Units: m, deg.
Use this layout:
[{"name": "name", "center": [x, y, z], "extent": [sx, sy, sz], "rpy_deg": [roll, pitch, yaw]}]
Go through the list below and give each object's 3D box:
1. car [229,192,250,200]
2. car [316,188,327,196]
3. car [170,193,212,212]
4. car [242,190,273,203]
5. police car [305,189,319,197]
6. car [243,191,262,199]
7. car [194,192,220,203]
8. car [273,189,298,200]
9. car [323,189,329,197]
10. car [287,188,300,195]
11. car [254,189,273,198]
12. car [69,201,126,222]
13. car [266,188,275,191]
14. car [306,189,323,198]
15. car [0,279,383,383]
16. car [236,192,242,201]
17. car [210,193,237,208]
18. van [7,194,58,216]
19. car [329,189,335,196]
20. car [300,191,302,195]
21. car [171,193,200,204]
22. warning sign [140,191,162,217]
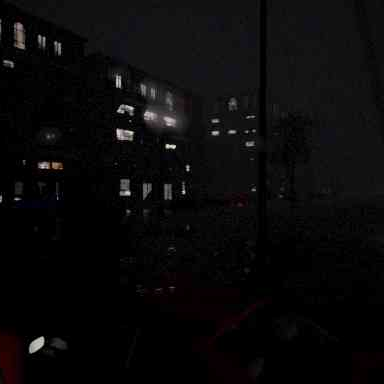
[{"name": "car", "center": [8.703, 0.650, 60.533], "extent": [1.947, 1.339, 4.313], "rpy_deg": [2, 2, 35]}, {"name": "car", "center": [33.119, -0.033, 84.768], "extent": [2.097, 1.767, 4.553], "rpy_deg": [0, 1, 28]}, {"name": "car", "center": [-0.317, 1.132, 32.887], "extent": [1.887, 1.381, 4.507], "rpy_deg": [2, 2, 35]}, {"name": "car", "center": [9.223, 0.877, 46.603], "extent": [2.008, 1.369, 4.403], "rpy_deg": [2, 2, 35]}, {"name": "police car", "center": [27.663, 0.191, 76.647], "extent": [1.930, 1.638, 5.238], "rpy_deg": [0, 1, 32]}, {"name": "car", "center": [11.786, 0.526, 64.963], "extent": [1.752, 1.417, 4.829], "rpy_deg": [2, 2, 35]}, {"name": "car", "center": [2.343, 0.808, 51.388], "extent": [2.008, 1.369, 4.403], "rpy_deg": [2, 2, 35]}, {"name": "car", "center": [15.680, 0.676, 55.886], "extent": [1.752, 1.417, 4.829], "rpy_deg": [2, 2, 35]}, {"name": "car", "center": [28.301, 0.361, 74.034], "extent": [2.008, 1.369, 4.403], "rpy_deg": [2, 2, 35]}, {"name": "car", "center": [24.604, -0.029, 83.385], "extent": [2.192, 1.841, 5.009], "rpy_deg": [2, 2, 35]}, {"name": "car", "center": [15.066, 0.227, 69.670], "extent": [2.192, 1.841, 5.009], "rpy_deg": [2, 2, 35]}, {"name": "car", "center": [-6.676, 1.329, 23.745], "extent": [1.947, 1.339, 4.313], "rpy_deg": [2, 2, 35]}, {"name": "car", "center": [13.187, 0.357, 57.029], "extent": [2.150, 2.045, 5.566], "rpy_deg": [1, 1, 35]}, {"name": "car", "center": [25.122, 0.446, 69.464], "extent": [2.008, 1.369, 4.403], "rpy_deg": [2, 2, 35]}, {"name": "car", "center": [-0.316, 1.544, 3.095], "extent": [4.507, 1.381, 1.887], "rpy_deg": [0, 0, 36]}, {"name": "car", "center": [7.563, 0.816, 48.861], "extent": [1.812, 1.442, 4.674], "rpy_deg": [1, 1, 35]}, {"name": "car", "center": [2.863, 1.051, 37.459], "extent": [2.008, 1.369, 4.403], "rpy_deg": [2, 2, 35]}, {"name": "van", "center": [-13.553, 1.035, 28.523], "extent": [1.690, 1.788, 3.998], "rpy_deg": [2, 2, 35]}, {"name": "car", "center": [34.662, 0.080, 83.176], "extent": [1.967, 1.590, 4.097], "rpy_deg": [2, 2, 35]}, {"name": "car", "center": [27.781, 0.115, 87.963], "extent": [1.887, 1.381, 4.507], "rpy_deg": [2, 2, 35]}, {"name": "car", "center": [-0.836, 0.910, 46.816], "extent": [1.947, 1.339, 4.313], "rpy_deg": [2, 2, 35]}, {"name": "warning sign", "center": [-3.057, 0.851, 24.823], "extent": [1.300, 1.860, 1.060], "rpy_deg": [-1, 0, 35]}]
